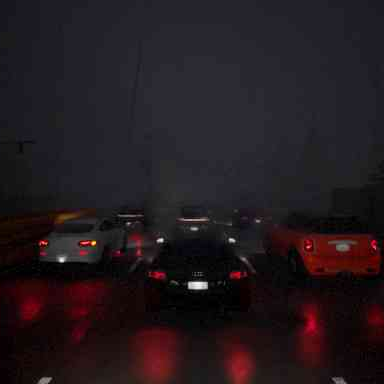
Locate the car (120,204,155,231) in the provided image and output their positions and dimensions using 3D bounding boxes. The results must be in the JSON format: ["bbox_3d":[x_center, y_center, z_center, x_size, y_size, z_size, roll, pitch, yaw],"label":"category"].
[{"bbox_3d":[-3.404,1.491,20.297,2.128,1.511,4.902,0,0,0],"label":"car"}]

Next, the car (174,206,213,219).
[{"bbox_3d":[0.097,1.492,17.635,2.128,1.511,4.902,0,0,0],"label":"car"}]

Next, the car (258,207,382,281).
[{"bbox_3d":[3.599,1.351,10.046,2.097,1.767,4.553,0,0,0],"label":"car"}]

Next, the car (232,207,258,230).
[{"bbox_3d":[3.597,1.564,20.140,1.994,1.385,4.181,0,0,0],"label":"car"}]

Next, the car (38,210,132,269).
[{"bbox_3d":[-3.402,1.526,10.993,1.812,1.442,4.674,0,0,0],"label":"car"}]

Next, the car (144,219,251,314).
[{"bbox_3d":[0.099,1.564,7.686,1.994,1.385,4.181,0,0,0],"label":"car"}]
